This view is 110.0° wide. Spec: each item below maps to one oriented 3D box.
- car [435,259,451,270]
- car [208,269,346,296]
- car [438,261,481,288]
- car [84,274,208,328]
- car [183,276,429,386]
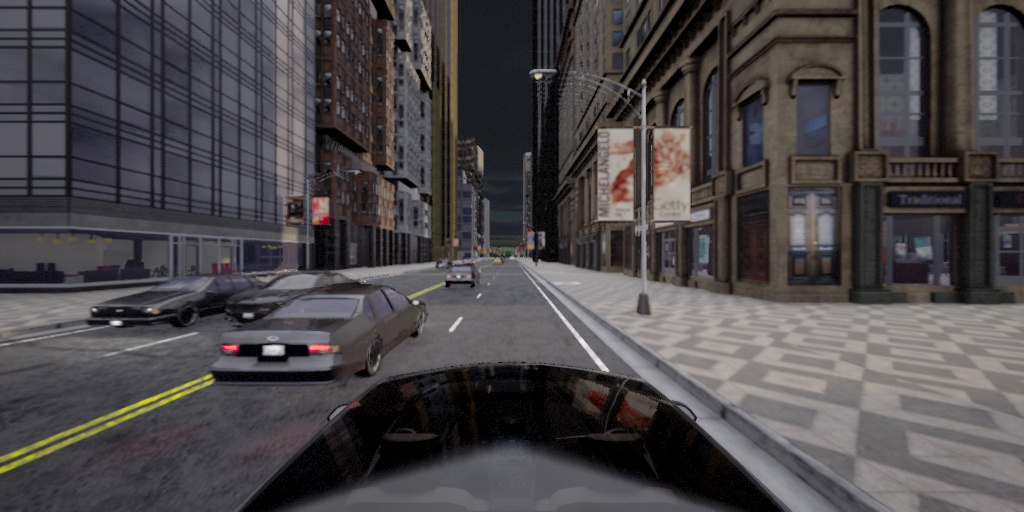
[{"bbox_3d":[-9.821,1.173,51.912,2.128,1.511,4.902,0,0,0],"label":"car"},{"bbox_3d":[-6.601,1.211,11.468,1.882,1.535,5.008,0,0,0],"label":"car"},{"bbox_3d":[-3.151,1.263,23.629,2.033,1.411,5.357,0,0,0],"label":"car"},{"bbox_3d":[-9.851,1.281,11.580,2.033,1.411,5.357,0,0,0],"label":"car"},{"bbox_3d":[-3.151,1.288,7.254,2.033,1.411,5.357,0,0,0],"label":"car"}]
